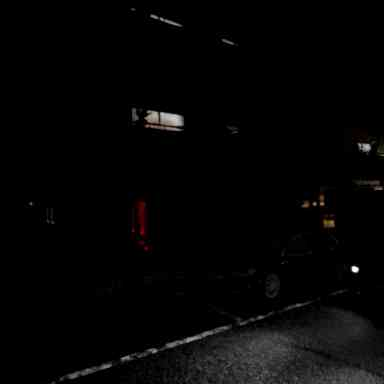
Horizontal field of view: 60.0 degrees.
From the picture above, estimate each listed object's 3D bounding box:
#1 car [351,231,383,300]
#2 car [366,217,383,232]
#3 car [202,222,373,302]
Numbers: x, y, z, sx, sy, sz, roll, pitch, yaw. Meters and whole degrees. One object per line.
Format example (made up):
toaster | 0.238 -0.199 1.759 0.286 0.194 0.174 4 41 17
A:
car | 5.363 1.601 7.175 4.718 1.301 1.895 0 0 -35
car | 6.739 1.545 11.376 4.507 1.381 1.887 0 0 -36
car | 2.241 1.550 8.166 4.403 1.369 2.008 0 0 -36
